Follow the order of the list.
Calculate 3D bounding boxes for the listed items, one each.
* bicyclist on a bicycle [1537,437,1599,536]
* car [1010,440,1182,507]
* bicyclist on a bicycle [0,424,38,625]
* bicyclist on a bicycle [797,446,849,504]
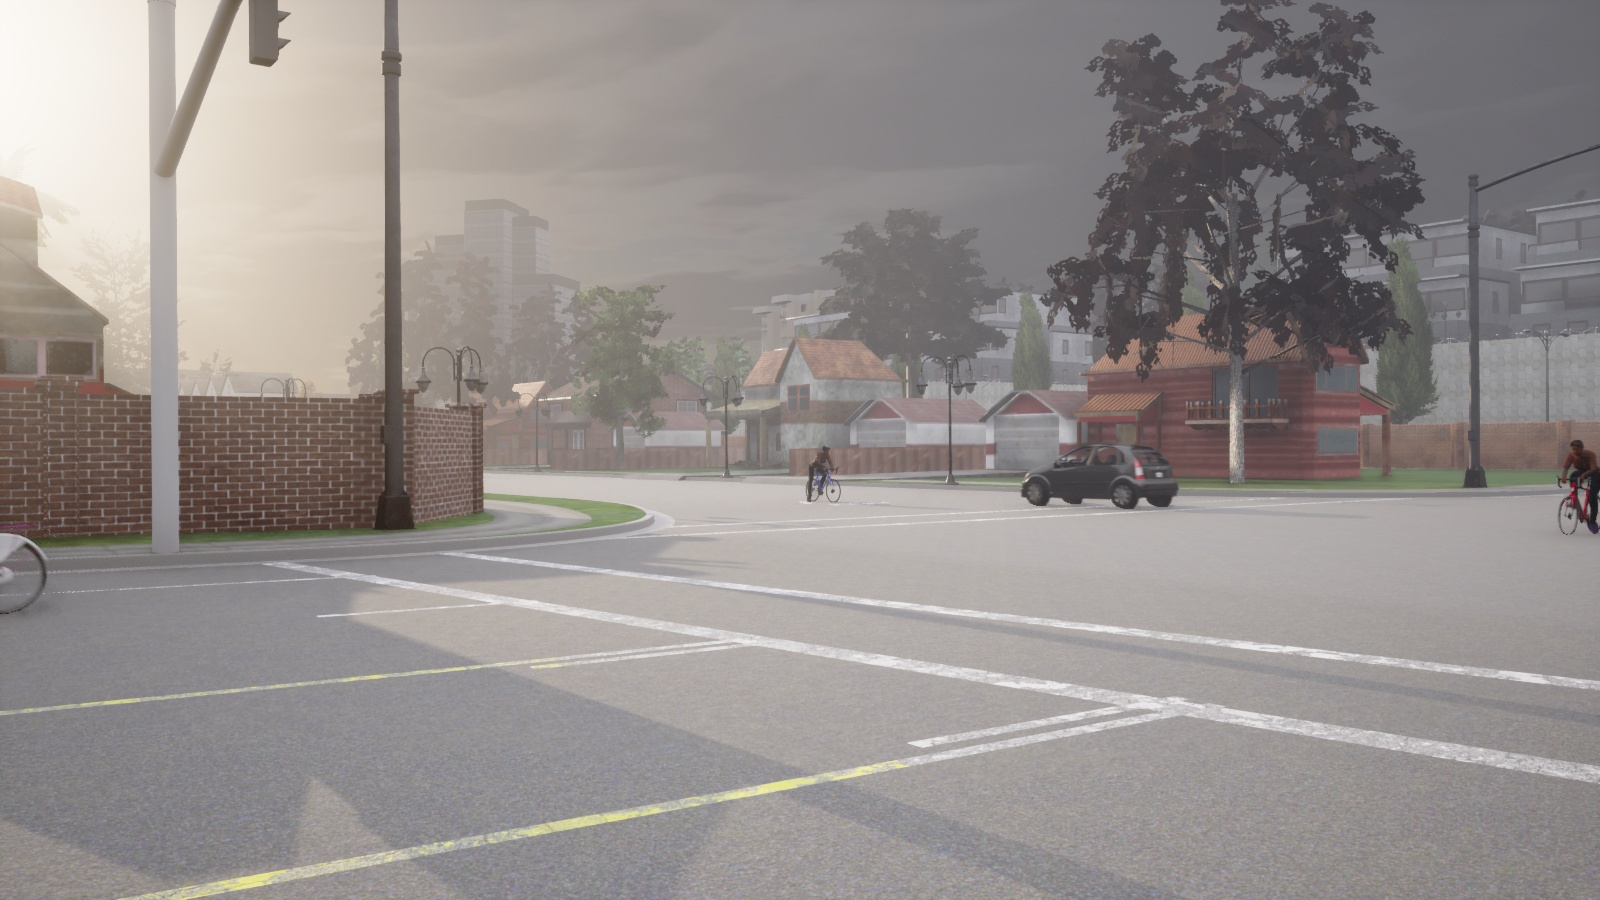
[{"bbox_3d":[13.318,0.594,21.461,1.656,1.620,0.582,-1,0,-35],"label":"bicyclist on a bicycle"},{"bbox_3d":[7.554,0.578,32.316,1.851,1.617,3.988,-1,0,-40],"label":"car"},{"bbox_3d":[-7.797,0.659,11.026,1.843,1.776,0.659,0,0,-35],"label":"bicyclist on a bicycle"},{"bbox_3d":[0.651,0.691,35.776,0.582,1.620,1.656,-1,1,-36],"label":"bicyclist on a bicycle"}]
